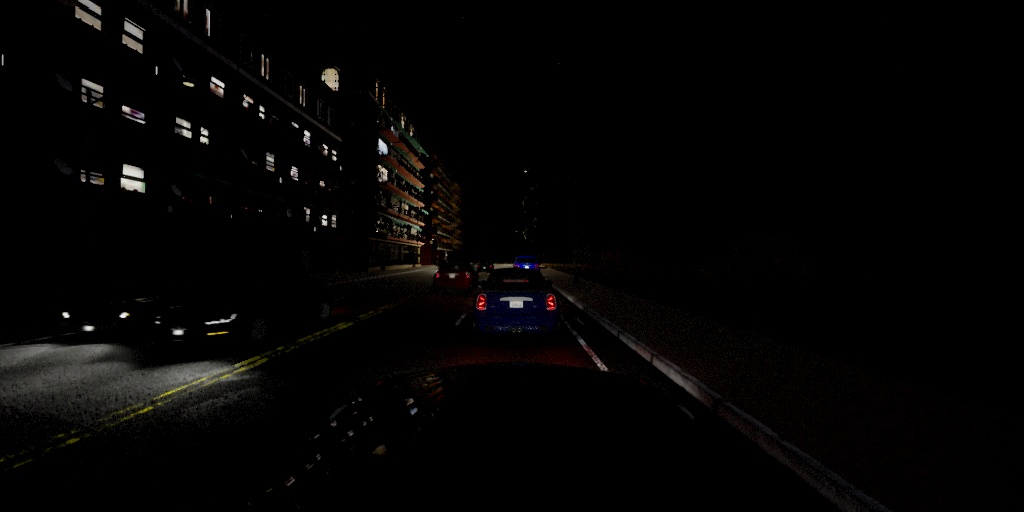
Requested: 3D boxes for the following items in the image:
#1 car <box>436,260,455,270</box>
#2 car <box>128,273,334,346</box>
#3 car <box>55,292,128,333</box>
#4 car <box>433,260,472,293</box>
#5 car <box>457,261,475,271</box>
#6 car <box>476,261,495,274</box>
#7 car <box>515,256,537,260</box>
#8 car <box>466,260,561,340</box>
[{"bbox_3d":[-9.818,1.317,53.126,1.994,1.385,4.181,0,0,0],"label":"car"},{"bbox_3d":[-6.598,1.256,9.514,1.837,1.490,4.892,0,0,0],"label":"car"},{"bbox_3d":[-9.845,1.299,10.996,2.033,1.411,5.357,0,0,0],"label":"car"},{"bbox_3d":[-3.144,1.104,20.947,2.097,1.767,4.553,0,0,0],"label":"car"},{"bbox_3d":[-6.572,1.354,51.726,1.895,1.301,4.718,0,0,0],"label":"car"},{"bbox_3d":[-3.130,1.317,42.836,1.994,1.385,4.181,0,0,0],"label":"car"},{"bbox_3d":[1.151,0.979,30.115,2.150,2.045,5.566,0,0,0],"label":"car"},{"bbox_3d":[0.103,1.104,10.162,2.097,1.767,4.553,0,0,0],"label":"car"}]
